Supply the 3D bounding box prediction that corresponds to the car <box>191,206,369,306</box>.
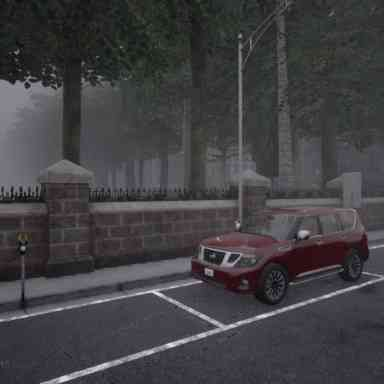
[{"bbox_3d":[2.393,1.314,8.238,5.009,1.841,2.192,0,0,-35],"label":"car"}]
